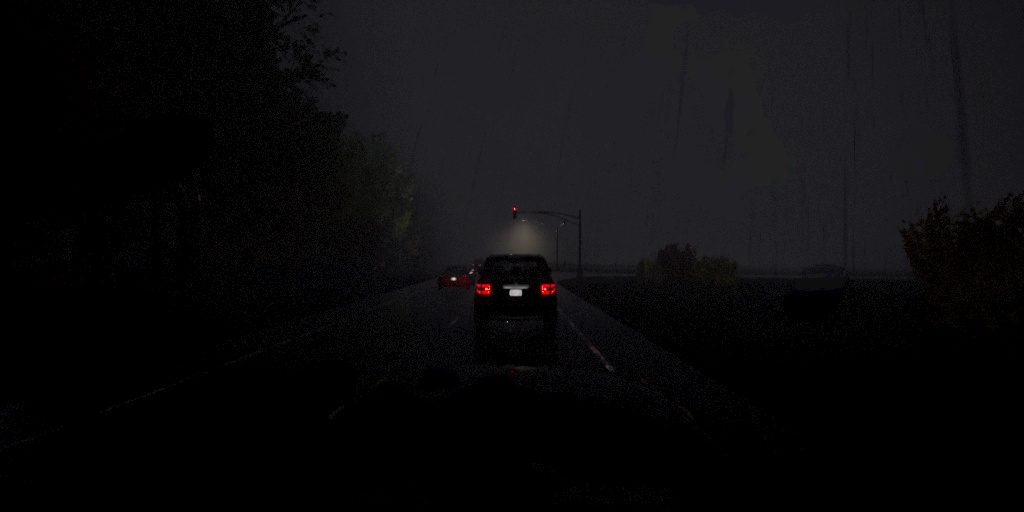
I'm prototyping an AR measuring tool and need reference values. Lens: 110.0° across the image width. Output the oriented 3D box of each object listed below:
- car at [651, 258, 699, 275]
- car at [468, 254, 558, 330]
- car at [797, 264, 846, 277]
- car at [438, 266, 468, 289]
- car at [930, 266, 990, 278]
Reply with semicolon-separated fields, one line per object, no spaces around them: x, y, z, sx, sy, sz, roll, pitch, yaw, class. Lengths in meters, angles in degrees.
19.284;1.204;42.512;5.566;2.045;2.150;0;-1;0;car
0.097;0.966;11.180;2.150;2.045;5.566;0;0;0;car
36.578;1.663;42.425;4.902;1.511;2.128;1;-1;0;car
-3.409;1.301;22.845;1.994;1.385;4.181;0;0;0;car
48.505;1.793;38.786;5.357;1.411;2.033;1;-1;0;car
